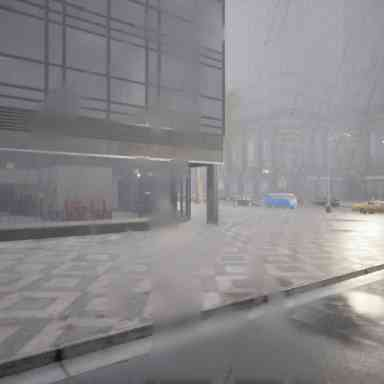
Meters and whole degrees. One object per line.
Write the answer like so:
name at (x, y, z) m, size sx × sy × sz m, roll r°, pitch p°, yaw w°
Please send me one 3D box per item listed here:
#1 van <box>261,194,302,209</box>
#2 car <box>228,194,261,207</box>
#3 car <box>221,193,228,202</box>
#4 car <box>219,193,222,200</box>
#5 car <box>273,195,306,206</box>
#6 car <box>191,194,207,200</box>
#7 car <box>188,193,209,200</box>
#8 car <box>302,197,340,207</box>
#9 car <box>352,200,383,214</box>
van at (10.541, 1.090, 39.455) m, size 1.690 × 1.788 × 3.998 m, roll 1°, pitch 0°, yaw -35°
car at (7.303, 1.230, 44.047) m, size 2.008 × 1.369 × 4.403 m, roll 1°, pitch 0°, yaw -35°
car at (7.793, 1.073, 58.151) m, size 2.008 × 1.369 × 4.403 m, roll 1°, pitch 0°, yaw -35°
car at (4.558, 0.880, 62.742) m, size 1.967 × 1.590 × 4.097 m, roll 1°, pitch 0°, yaw -35°
car at (14.267, 1.223, 48.966) m, size 1.887 × 1.381 × 4.507 m, roll 1°, pitch 0°, yaw -35°
car at (0.927, 1.051, 53.095) m, size 1.752 × 1.417 × 4.829 m, roll 1°, pitch 0°, yaw -35°
car at (1.320, 0.910, 67.333) m, size 2.008 × 1.369 × 4.403 m, roll 1°, pitch 0°, yaw -35°
car at (17.502, 1.315, 44.375) m, size 1.947 × 1.339 × 4.313 m, roll 1°, pitch 0°, yaw -35°
car at (17.112, 1.398, 30.129) m, size 1.752 × 1.417 × 4.829 m, roll 1°, pitch 0°, yaw -35°
